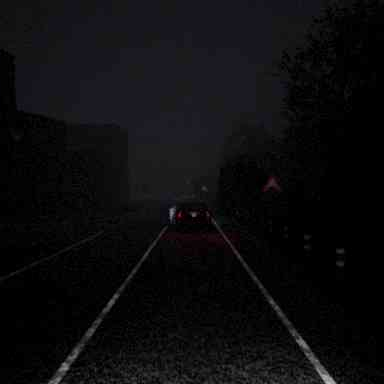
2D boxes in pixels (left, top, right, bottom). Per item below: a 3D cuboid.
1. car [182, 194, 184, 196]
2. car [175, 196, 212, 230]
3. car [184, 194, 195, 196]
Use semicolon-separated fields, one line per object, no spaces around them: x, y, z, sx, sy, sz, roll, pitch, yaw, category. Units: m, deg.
-0.290;1.128;67.699;2.097;1.767;4.553;-1;2;-7;car
0.100;1.317;20.789;2.097;1.767;4.553;0;0;0;car
0.092;1.400;54.825;2.128;1.511;4.902;0;0;0;car
